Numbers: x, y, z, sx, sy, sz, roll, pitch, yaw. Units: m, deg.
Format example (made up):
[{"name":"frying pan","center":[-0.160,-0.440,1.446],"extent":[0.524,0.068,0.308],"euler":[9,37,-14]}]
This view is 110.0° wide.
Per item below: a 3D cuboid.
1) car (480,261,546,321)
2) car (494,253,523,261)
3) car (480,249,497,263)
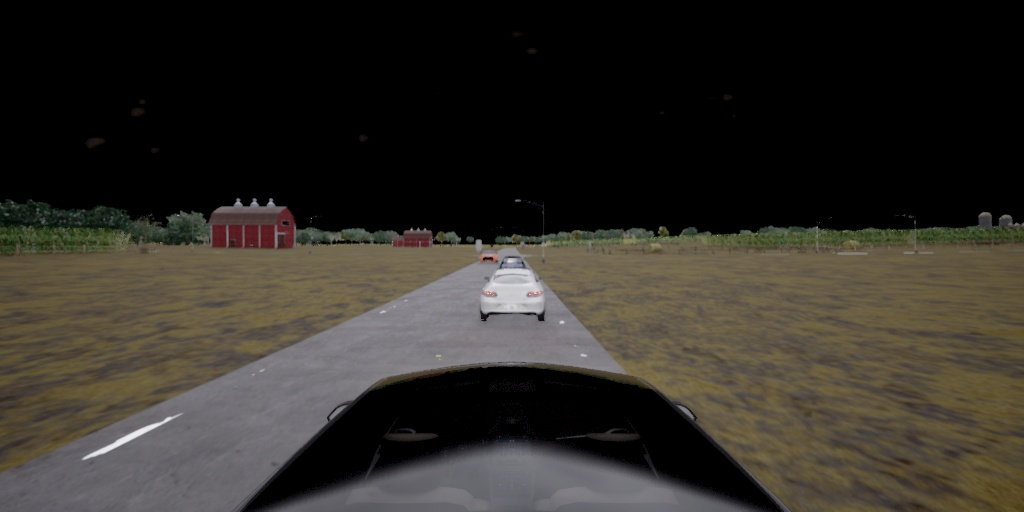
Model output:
[{"name":"car","center":[0.053,1.070,11.402],"extent":[1.812,1.442,4.674],"euler":[0,1,1]},{"name":"car","center":[0.052,0.705,25.575],"extent":[2.033,1.411,5.357],"euler":[0,2,1]},{"name":"car","center":[-2.827,-0.040,44.747],"extent":[2.097,1.767,4.553],"euler":[0,2,0]}]
